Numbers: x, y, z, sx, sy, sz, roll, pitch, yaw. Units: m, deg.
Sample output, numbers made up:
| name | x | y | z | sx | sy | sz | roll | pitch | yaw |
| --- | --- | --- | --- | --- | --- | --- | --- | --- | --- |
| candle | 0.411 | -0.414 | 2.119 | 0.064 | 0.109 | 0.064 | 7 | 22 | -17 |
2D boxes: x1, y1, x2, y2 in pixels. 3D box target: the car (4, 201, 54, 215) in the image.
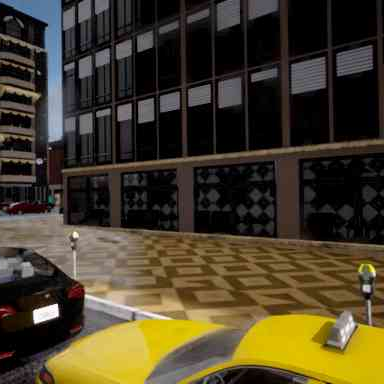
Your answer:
| name | x | y | z | sx | sy | sz | roll | pitch | yaw |
| --- | --- | --- | --- | --- | --- | --- | --- | --- | --- |
| car | -15.680 | 1.575 | 31.883 | 1.802 | 1.307 | 4.206 | -2 | -1 | 35 |

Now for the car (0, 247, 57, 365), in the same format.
| name | x | y | z | sx | sy | sz | roll | pitch | yaw |
| --- | --- | --- | --- | --- | --- | --- | --- | --- | --- |
| car | -3.529 | 1.567 | 5.392 | 4.313 | 1.339 | 1.947 | 0 | -1 | 35 |

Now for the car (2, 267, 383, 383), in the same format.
| name | x | y | z | sx | sy | sz | roll | pitch | yaw |
| --- | --- | --- | --- | --- | --- | --- | --- | --- | --- |
| car | 0.770 | 1.525 | 2.344 | 4.829 | 1.417 | 1.752 | 0 | -1 | 35 |

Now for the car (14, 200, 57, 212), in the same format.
| name | x | y | z | sx | sy | sz | roll | pitch | yaw |
| --- | --- | --- | --- | --- | --- | --- | --- | --- | --- |
| car | -19.335 | 1.735 | 41.235 | 1.947 | 1.339 | 4.313 | -2 | -1 | 35 |
